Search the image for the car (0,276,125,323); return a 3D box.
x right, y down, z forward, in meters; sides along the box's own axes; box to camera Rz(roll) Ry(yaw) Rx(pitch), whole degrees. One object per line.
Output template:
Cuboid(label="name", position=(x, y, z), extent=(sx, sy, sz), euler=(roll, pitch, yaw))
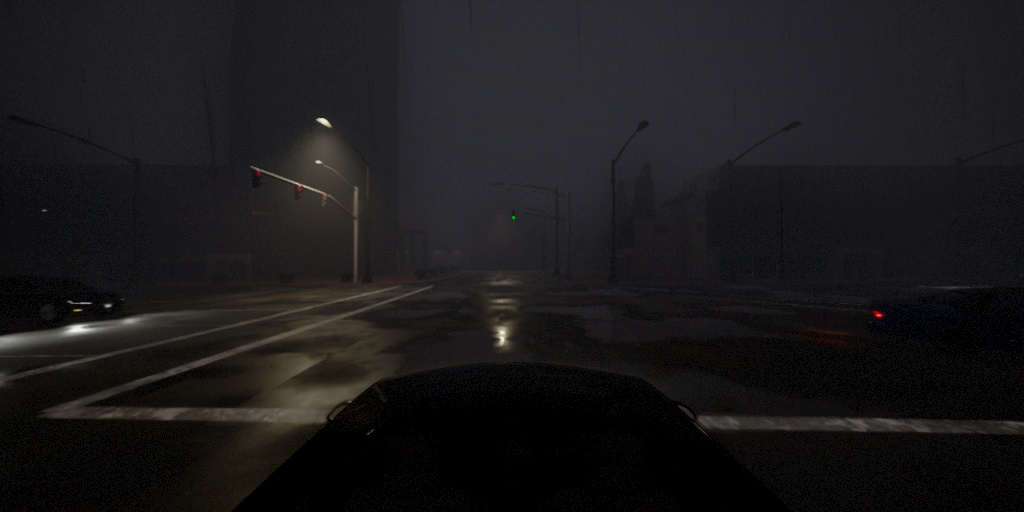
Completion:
Cuboid(label="car", position=(-16.626, 1.477, 12.614), extent=(4.892, 1.490, 1.837), euler=(1, -1, 0))

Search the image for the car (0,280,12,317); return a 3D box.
Cuboid(label="car", position=(-16.409, 1.459, 9.114), extent=(4.674, 1.442, 1.812), euler=(0, -1, 0))

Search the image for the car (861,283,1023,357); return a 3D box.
Cuboid(label="car", position=(10.669, 1.349, 7.111), extent=(5.357, 1.411, 2.033), euler=(-1, -1, 41))

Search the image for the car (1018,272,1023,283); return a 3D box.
Cuboid(label="car", position=(36.717, 1.243, 23.726), extent=(4.902, 1.511, 2.128), euler=(-1, -1, 0))
